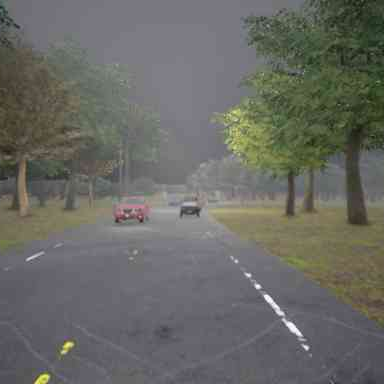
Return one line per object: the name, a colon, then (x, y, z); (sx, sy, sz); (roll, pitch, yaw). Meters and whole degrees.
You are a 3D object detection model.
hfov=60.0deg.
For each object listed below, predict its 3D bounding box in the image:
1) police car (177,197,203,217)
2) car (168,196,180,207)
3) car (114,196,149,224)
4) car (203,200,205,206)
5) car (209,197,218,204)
police car: (-0.212, 1.612, 33.276); (1.930, 1.638, 5.238); (0, -1, 0)
car: (-2.911, 1.707, 61.771); (2.150, 2.045, 5.566); (0, 1, 8)
car: (-4.721, 1.359, 26.698); (2.150, 2.045, 5.566); (0, 0, -1)
car: (0.381, 1.701, 48.924); (2.097, 1.767, 4.553); (0, -1, 4)
car: (5.504, 2.100, 87.174); (2.097, 1.767, 4.553); (0, -1, 14)
